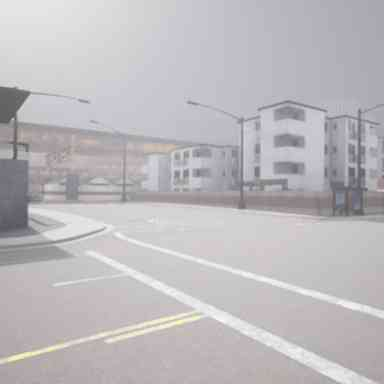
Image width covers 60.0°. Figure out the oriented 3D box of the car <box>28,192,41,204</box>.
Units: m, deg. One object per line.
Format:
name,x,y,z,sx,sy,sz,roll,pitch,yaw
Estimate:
car,-21.188,0.678,41.787,4.902,1.511,2.128,1,0,22
